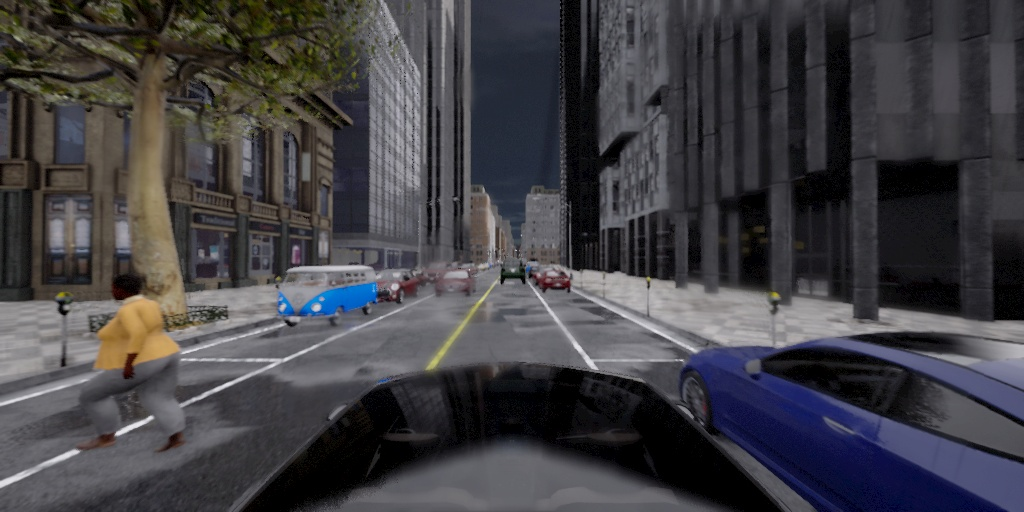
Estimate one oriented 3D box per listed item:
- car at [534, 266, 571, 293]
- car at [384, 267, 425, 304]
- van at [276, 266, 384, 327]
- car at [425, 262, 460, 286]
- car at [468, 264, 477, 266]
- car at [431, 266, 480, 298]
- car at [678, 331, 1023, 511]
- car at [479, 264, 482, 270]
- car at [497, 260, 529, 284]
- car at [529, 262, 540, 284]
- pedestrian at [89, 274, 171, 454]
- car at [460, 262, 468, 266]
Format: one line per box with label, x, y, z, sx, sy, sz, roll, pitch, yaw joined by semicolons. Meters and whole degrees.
car;2.670;1.556;23.032;1.888;1.381;4.507;0;0;0
car;-5.856;1.380;17.407;1.967;1.591;4.097;0;0;0
van;-5.856;1.211;11.767;1.690;1.789;3.998;0;0;0
car;-5.855;1.395;28.685;2.192;1.841;5.009;0;0;0
car;-5.853;1.737;45.602;1.967;1.591;4.097;0;0;0
car;-3.098;1.505;20.535;1.812;1.442;4.674;0;-1;0
car;3.001;1.287;2.612;1.812;1.442;4.674;0;-1;0
car;-5.852;1.815;51.239;1.967;1.591;4.097;0;0;0
car;0.094;1.341;31.839;2.150;2.045;5.566;0;-1;0
car;2.671;1.520;28.670;1.967;1.591;4.097;0;0;0
pedestrian;-3.832;1.064;3.623;0.375;1.860;0.375;0;-1;-15
car;-5.854;1.465;34.324;2.192;1.841;5.009;0;0;0
